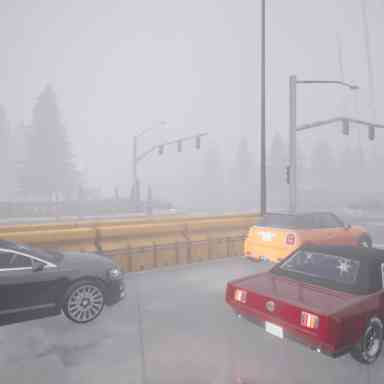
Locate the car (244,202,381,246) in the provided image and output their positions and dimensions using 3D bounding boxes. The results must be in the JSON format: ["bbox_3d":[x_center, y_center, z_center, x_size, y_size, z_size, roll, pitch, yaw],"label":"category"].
[{"bbox_3d":[3.885,1.352,10.829,4.553,1.767,2.097,0,0,-36],"label":"car"}]

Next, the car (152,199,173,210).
[{"bbox_3d":[-4.243,1.564,43.989,1.994,1.385,4.181,0,0,-36],"label":"car"}]

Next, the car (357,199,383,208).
[{"bbox_3d":[21.742,1.547,41.363,5.357,1.411,2.033,0,0,-32],"label":"car"}]

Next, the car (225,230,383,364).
[{"bbox_3d":[2.937,1.601,5.848,4.718,1.301,1.895,0,0,-36],"label":"car"}]

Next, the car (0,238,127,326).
[{"bbox_3d":[-3.528,1.492,5.522,4.902,1.511,2.128,0,0,-36],"label":"car"}]
